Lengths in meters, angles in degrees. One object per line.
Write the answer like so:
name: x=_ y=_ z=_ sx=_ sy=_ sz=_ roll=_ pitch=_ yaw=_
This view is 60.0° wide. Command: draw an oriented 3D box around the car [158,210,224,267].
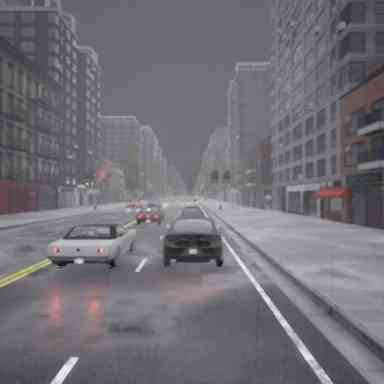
car: x=0.041 y=1.605 z=12.025 sx=1.882 sy=1.535 sz=5.008 roll=0 pitch=-1 yaw=0

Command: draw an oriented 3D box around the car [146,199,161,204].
car: x=-6.576 y=1.933 z=56.862 sx=2.097 sy=1.767 sz=4.553 roll=0 pitch=-1 yaw=0

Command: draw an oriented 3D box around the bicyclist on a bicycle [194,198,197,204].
bicyclist on a bicycle: x=0.871 y=2.275 z=83.376 sx=0.582 sy=1.620 sz=1.656 roll=0 pitch=-1 yaw=0

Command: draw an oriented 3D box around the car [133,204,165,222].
car: x=-3.216 y=1.880 z=26.752 sx=1.895 sy=1.301 sz=4.718 roll=0 pitch=-1 yaw=1

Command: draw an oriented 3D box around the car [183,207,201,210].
car: x=0.018 y=1.811 z=25.206 sx=2.033 sy=1.411 sz=5.357 roll=0 pitch=-1 yaw=1

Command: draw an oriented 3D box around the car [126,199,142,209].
car: x=-9.823 y=1.933 z=56.844 sx=2.097 sy=1.767 sz=4.553 roll=0 pitch=-1 yaw=0

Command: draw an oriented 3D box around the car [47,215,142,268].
car: x=-3.212 y=1.725 z=11.757 sx=1.895 sy=1.301 sz=4.718 roll=0 pitch=-1 yaw=1

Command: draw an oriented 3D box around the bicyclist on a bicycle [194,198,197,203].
bicyclist on a bicycle: x=0.864 y=2.341 z=92.374 sx=0.866 sy=1.612 sz=1.509 roll=0 pitch=-1 yaw=0
